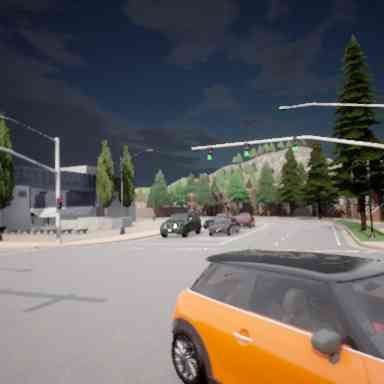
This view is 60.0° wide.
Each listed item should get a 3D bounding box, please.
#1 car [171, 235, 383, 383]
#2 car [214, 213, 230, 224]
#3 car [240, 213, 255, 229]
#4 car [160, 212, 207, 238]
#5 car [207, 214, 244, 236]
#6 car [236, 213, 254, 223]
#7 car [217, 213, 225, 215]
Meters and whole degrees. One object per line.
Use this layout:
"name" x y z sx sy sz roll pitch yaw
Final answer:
"car" 1.651 1.520 3.561 2.097 1.767 4.553 -1 -3 -35
"car" 4.723 4.120 52.603 1.882 1.535 5.008 -2 -3 -3
"car" 6.015 3.293 37.809 1.882 1.535 5.008 -3 -3 17
"car" -0.850 2.831 29.306 2.150 2.045 5.566 -3 -3 20
"car" 2.877 2.976 29.179 1.837 1.490 4.892 -3 -3 21
"car" 8.196 3.967 51.495 1.837 1.490 4.892 -2 -3 -1
"car" 2.793 3.533 38.869 2.033 1.411 5.357 -3 -3 18
